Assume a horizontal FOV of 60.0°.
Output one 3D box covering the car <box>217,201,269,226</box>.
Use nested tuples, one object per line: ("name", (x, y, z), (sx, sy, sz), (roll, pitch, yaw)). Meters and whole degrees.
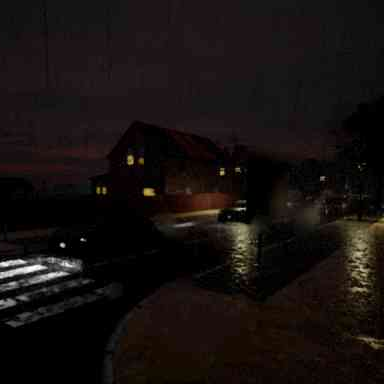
("car", (3.321, 1.249, 21.096), (1.994, 1.385, 4.181), (2, 2, 35))

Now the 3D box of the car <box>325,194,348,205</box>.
("car", (18.508, 0.915, 42.453), (1.895, 1.301, 4.718), (2, 2, 35))

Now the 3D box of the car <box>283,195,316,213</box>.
("car", (9.891, 1.015, 30.378), (2.128, 1.511, 4.902), (2, 2, 35))

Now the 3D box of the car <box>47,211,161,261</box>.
("car", (-2.941, 1.414, 11.894), (1.994, 1.385, 4.181), (2, 2, 32))
